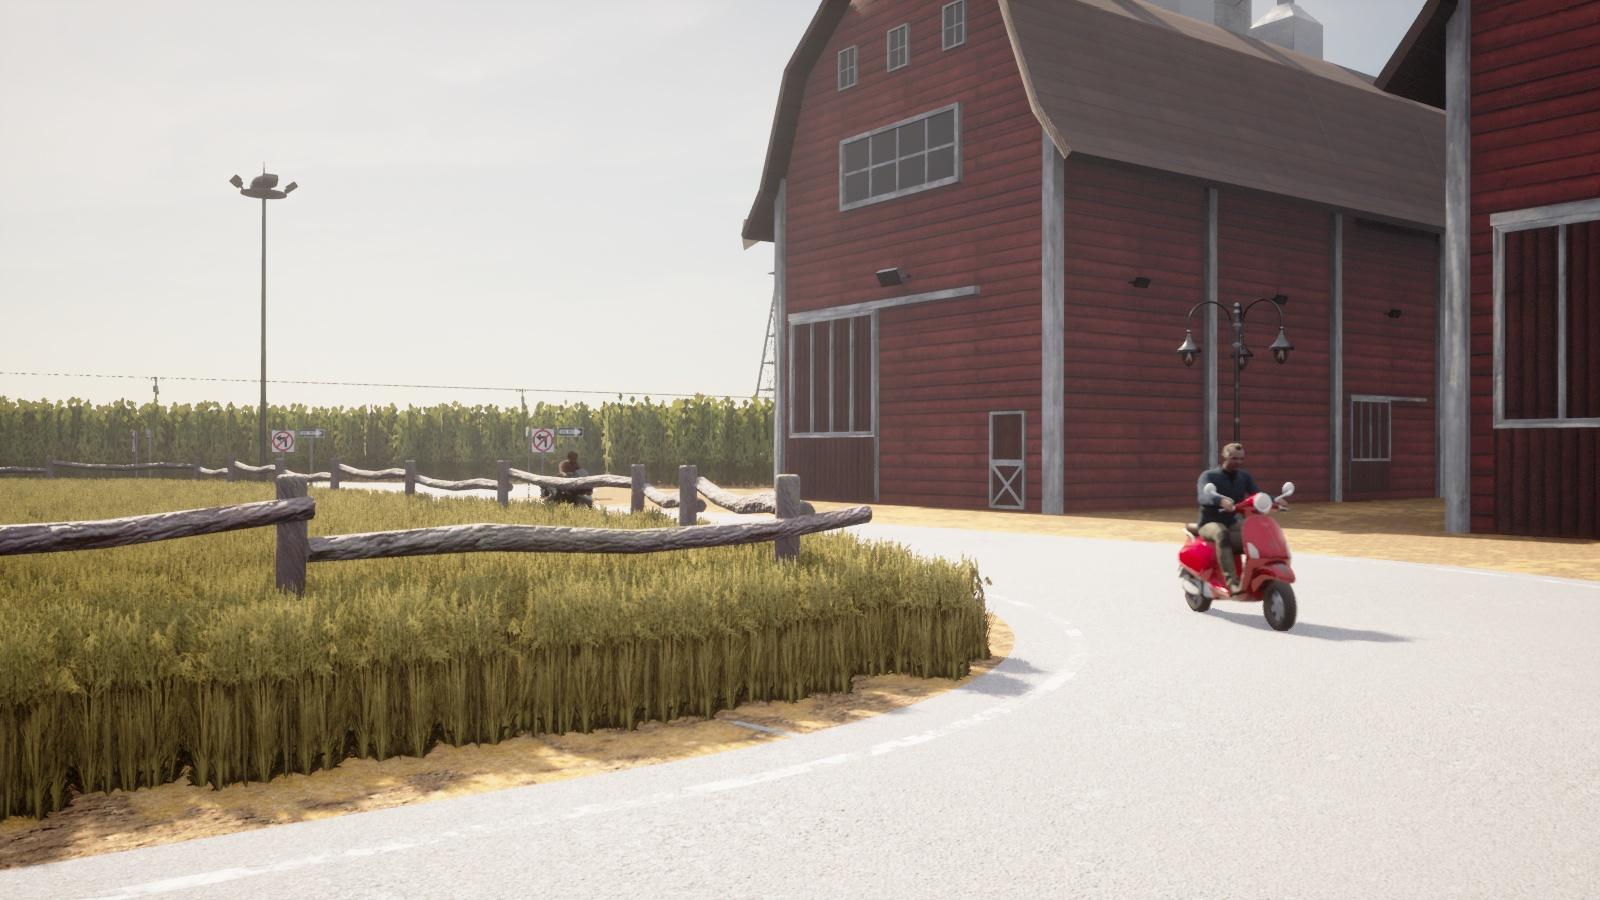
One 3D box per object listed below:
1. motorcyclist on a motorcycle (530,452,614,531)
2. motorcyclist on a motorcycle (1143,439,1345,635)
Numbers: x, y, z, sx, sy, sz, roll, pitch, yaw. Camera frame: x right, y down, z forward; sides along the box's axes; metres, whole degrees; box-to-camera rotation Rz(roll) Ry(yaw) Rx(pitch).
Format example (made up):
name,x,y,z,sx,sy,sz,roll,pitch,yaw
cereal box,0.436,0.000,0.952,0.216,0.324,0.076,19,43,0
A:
name,x,y,z,sx,sy,sz,roll,pitch,yaw
motorcyclist on a motorcycle,-4.580,0.798,25.115,0.797,1.523,2.044,0,0,-38
motorcyclist on a motorcycle,3.897,0.717,11.213,0.866,1.590,1.817,0,-1,-12
